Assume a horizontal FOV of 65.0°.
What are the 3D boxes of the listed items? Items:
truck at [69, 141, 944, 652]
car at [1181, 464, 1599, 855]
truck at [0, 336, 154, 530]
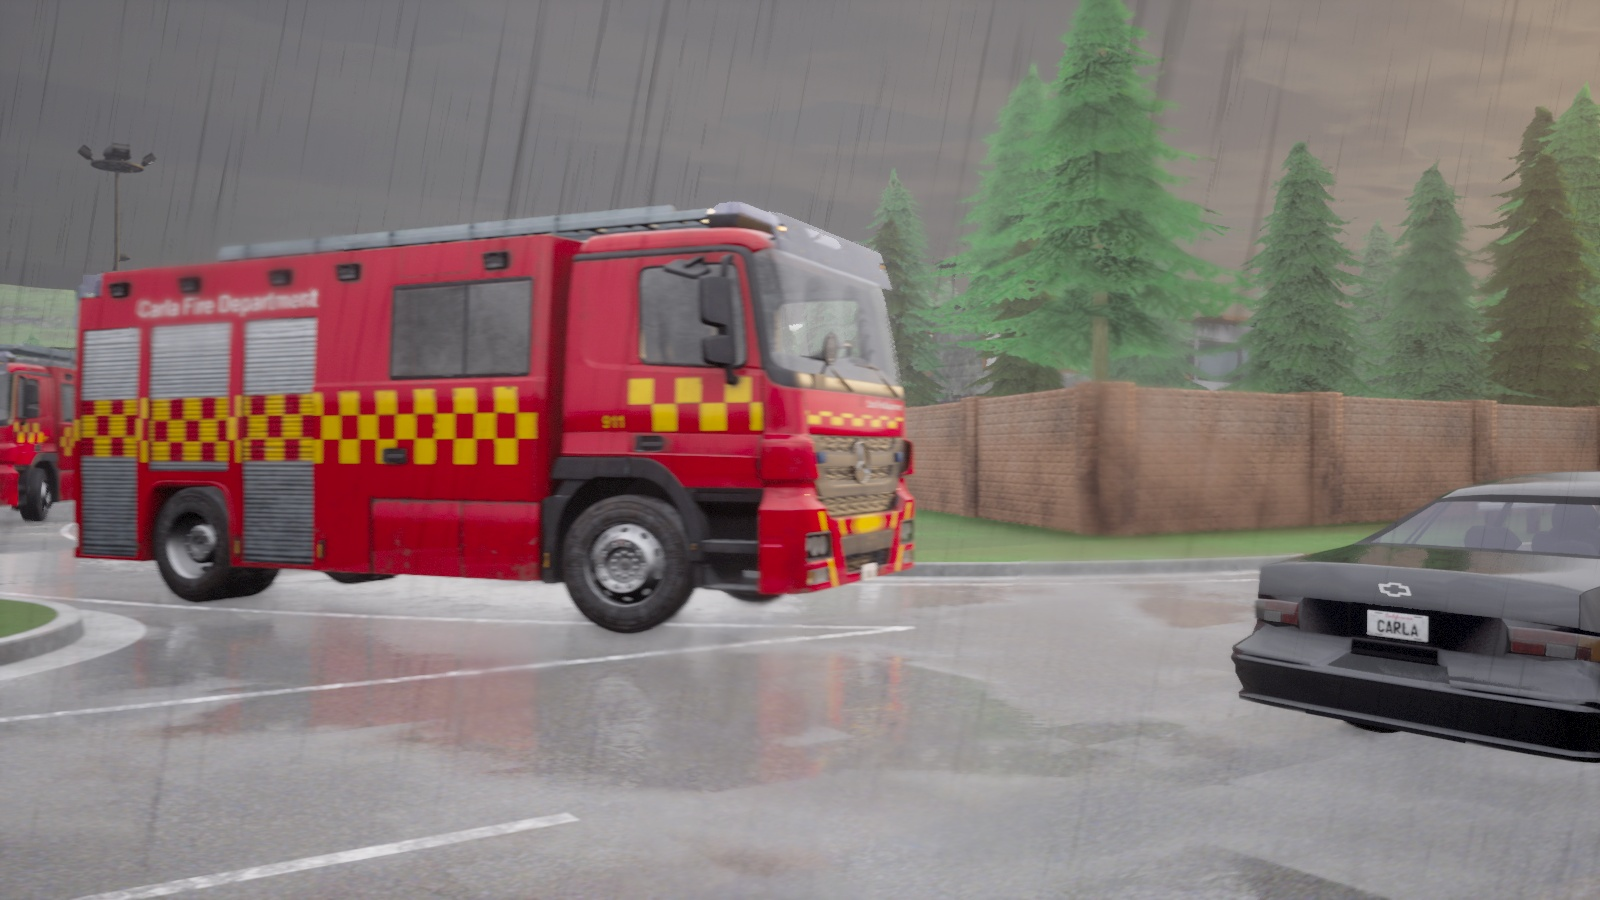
[{"bbox_3d":[-3.076,-0.382,12.484,8.468,3.827,2.891,0,0,25],"label":"truck"},{"bbox_3d":[4.666,0.799,6.907,5.357,1.411,2.033,0,0,-35],"label":"car"},{"bbox_3d":[-17.823,-0.312,28.675,2.891,3.827,8.468,0,0,-9],"label":"truck"}]
